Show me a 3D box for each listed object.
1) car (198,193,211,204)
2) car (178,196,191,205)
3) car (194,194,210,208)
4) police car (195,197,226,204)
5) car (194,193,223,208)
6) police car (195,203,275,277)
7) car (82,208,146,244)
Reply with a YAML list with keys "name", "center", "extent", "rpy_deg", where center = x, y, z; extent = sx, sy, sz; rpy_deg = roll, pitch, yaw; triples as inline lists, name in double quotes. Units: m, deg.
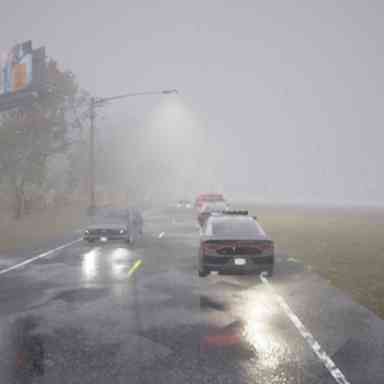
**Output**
- name: "car"
  center: [2.406, 1.146, 61.104]
  extent: [2.150, 2.045, 5.566]
  rpy_deg: [0, 0, 5]
- name: "car"
  center: [-1.333, 1.397, 58.237]
  extent: [1.882, 1.535, 5.008]
  rpy_deg: [0, 0, 5]
- name: "car"
  center: [1.469, 1.251, 47.087]
  extent: [2.097, 1.767, 4.553]
  rpy_deg: [0, 0, 4]
- name: "police car"
  center: [1.331, 1.325, 20.093]
  extent: [1.930, 1.638, 5.238]
  rpy_deg: [0, 0, 2]
- name: "car"
  center: [1.512, 1.111, 25.991]
  extent: [2.150, 2.045, 5.566]
  rpy_deg: [0, 0, 2]
- name: "police car"
  center: [1.127, 1.363, 10.129]
  extent: [1.930, 1.638, 5.238]
  rpy_deg: [0, 0, 1]
- name: "car"
  center: [-3.410, 1.462, 15.712]
  extent: [2.033, 1.411, 5.357]
  rpy_deg: [0, 0, 1]
